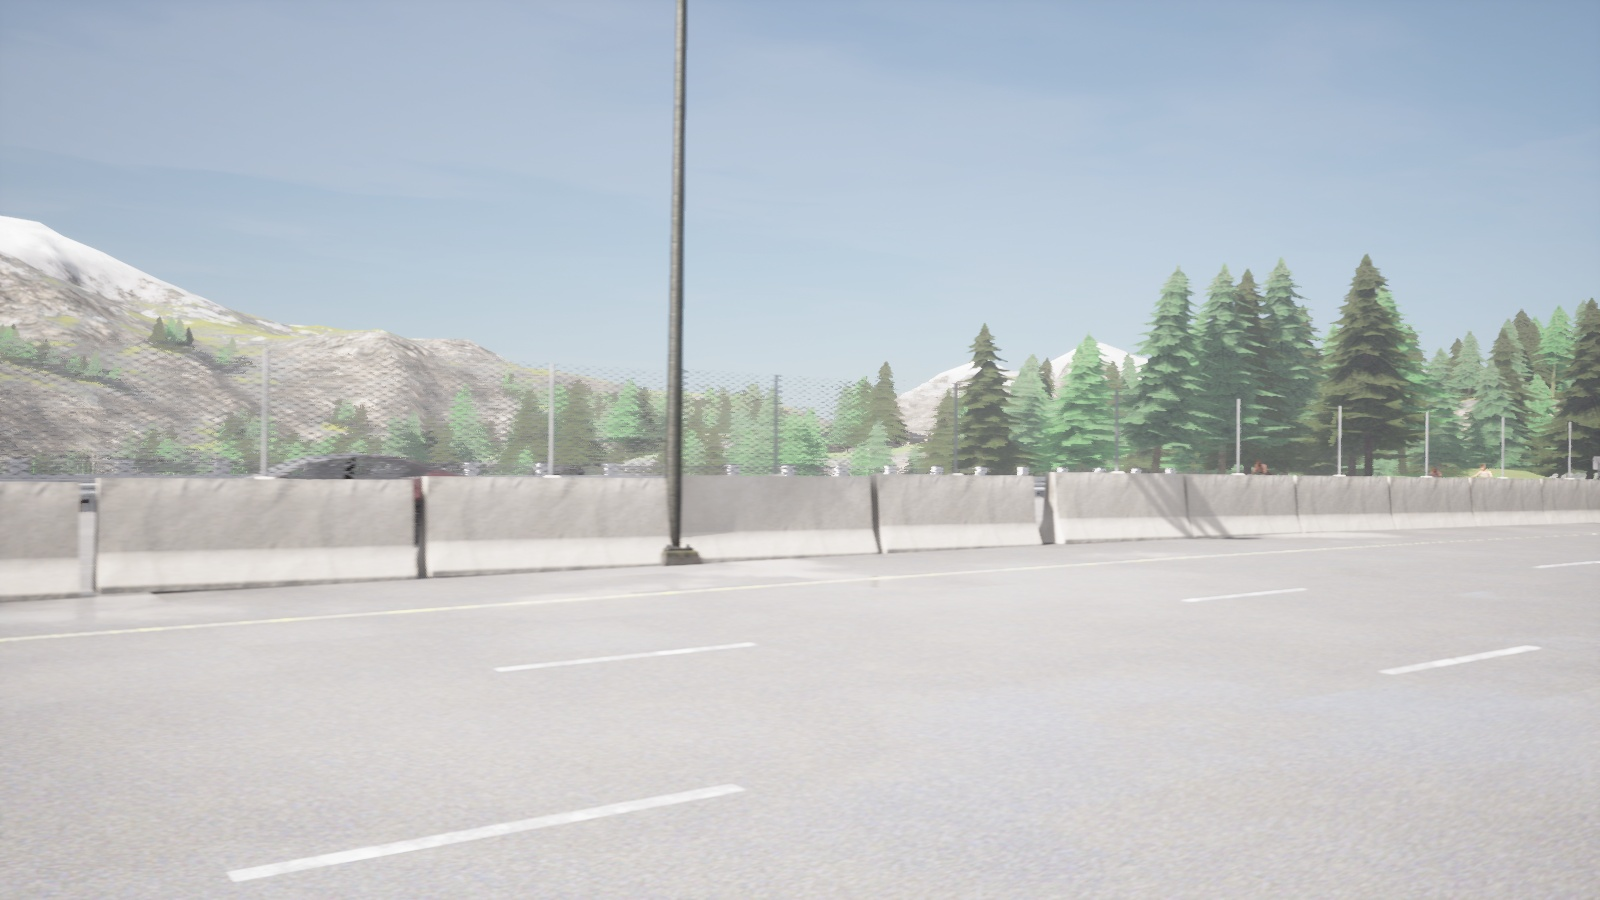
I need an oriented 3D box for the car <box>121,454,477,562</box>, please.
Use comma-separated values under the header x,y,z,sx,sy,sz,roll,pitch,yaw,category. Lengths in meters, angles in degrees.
x,y,z,sx,sy,sz,roll,pitch,yaw,category
-7.741,0.809,19.592,4.792,1.488,2.163,0,0,-35,car
